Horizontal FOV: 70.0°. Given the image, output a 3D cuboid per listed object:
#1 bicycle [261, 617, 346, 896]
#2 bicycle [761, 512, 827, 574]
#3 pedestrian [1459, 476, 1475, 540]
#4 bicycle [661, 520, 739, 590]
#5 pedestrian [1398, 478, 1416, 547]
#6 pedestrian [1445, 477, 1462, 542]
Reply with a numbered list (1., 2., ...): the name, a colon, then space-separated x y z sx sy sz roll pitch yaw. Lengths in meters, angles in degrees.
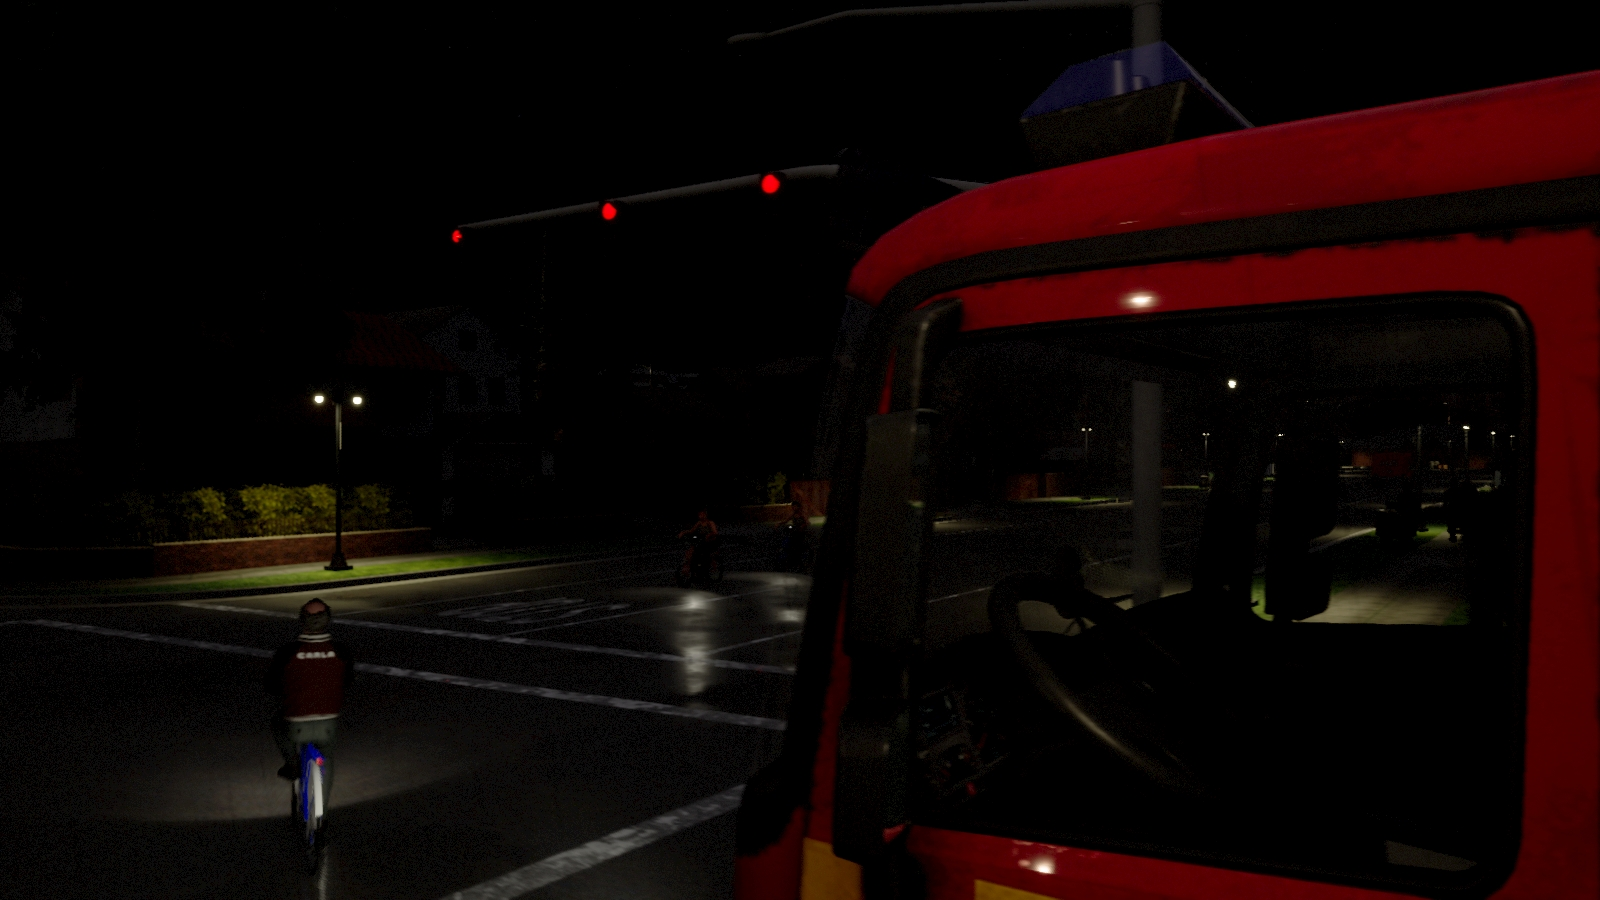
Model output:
1. bicycle: -3.519 2.048 8.041 0.329 1.496 1.835 2 -1 -29
2. bicycle: -0.135 2.147 26.706 0.859 1.301 1.487 0 0 34
3. pedestrian: 19.713 1.703 33.754 0.375 1.860 0.375 0 0 24
4. bicycle: -2.069 2.146 23.733 0.859 1.301 1.487 0 0 35
5. pedestrian: 16.531 1.701 31.130 0.375 1.860 0.375 0 0 39
6. pedestrian: 18.738 1.702 32.759 0.375 1.860 0.375 0 0 22
